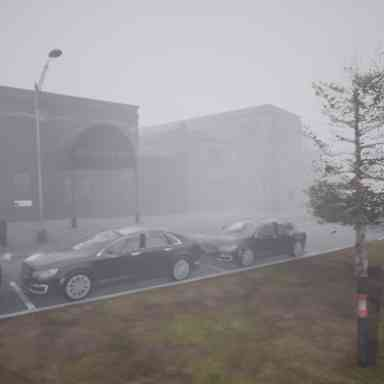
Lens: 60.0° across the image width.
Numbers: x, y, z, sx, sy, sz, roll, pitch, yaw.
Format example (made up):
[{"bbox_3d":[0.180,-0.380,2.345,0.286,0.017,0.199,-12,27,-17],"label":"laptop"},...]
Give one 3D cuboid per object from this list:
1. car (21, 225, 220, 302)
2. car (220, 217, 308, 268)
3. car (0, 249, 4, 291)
[{"bbox_3d":[-1.909,1.700,9.062,4.892,1.521,2.231,1,2,-38],"label":"car"},{"bbox_3d":[2.445,1.737,12.570,4.892,1.521,2.231,1,2,-39],"label":"car"},{"bbox_3d":[-6.404,1.412,5.682,5.566,2.045,2.435,1,2,-36],"label":"car"}]
